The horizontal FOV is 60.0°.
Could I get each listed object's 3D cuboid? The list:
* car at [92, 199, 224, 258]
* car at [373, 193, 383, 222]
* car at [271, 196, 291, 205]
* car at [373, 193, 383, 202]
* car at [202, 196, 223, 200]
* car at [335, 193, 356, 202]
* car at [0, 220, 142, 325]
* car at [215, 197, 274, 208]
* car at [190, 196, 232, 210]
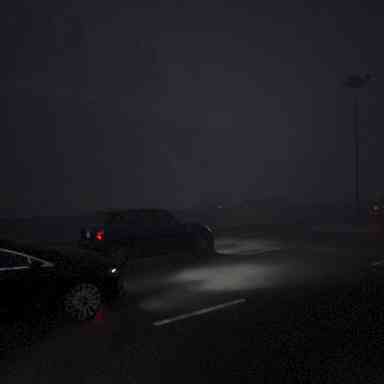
[{"bbox_3d":[-1.431,1.305,11.367,4.553,1.767,2.097,-1,0,-35],"label":"car"},{"bbox_3d":[14.305,1.119,22.619,4.553,1.767,2.097,-1,0,-36],"label":"car"},{"bbox_3d":[8.716,1.248,36.076,4.892,1.490,1.837,0,0,-36],"label":"car"},{"bbox_3d":[34.124,0.930,58.496,4.902,1.511,2.128,-1,0,-35],"label":"car"},{"bbox_3d":[1.823,1.294,35.446,4.902,1.511,2.128,-1,0,-36],"label":"car"},{"bbox_3d":[26.634,0.988,57.455,4.892,1.490,1.837,-1,1,-35],"label":"car"},{"bbox_3d":[-3.579,1.493,5.559,4.902,1.511,2.128,-1,0,-35],"label":"car"},{"bbox_3d":[4.559,1.415,28.796,4.718,1.301,1.895,-1,0,-36],"label":"car"},{"bbox_3d":[2.331,1.266,40.113,4.902,1.511,2.128,0,0,-36],"label":"car"}]
